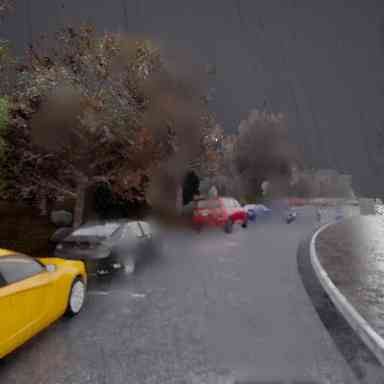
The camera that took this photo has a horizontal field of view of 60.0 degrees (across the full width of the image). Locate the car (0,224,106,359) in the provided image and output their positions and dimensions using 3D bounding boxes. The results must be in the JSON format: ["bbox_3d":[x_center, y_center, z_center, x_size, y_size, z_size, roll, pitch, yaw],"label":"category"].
[{"bbox_3d":[-3.205,1.507,4.645,2.097,1.535,5.008,0,0,7],"label":"car"}]

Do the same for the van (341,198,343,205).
[{"bbox_3d":[36.211,2.606,86.772,4.442,1.987,1.878,-1,-2,13],"label":"van"}]

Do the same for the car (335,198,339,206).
[{"bbox_3d":[31.445,2.658,79.355,5.366,1.575,1.946,-1,-2,13],"label":"car"}]

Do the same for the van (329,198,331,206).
[{"bbox_3d":[27.924,2.336,74.495,4.442,1.987,1.878,-1,-2,13],"label":"van"}]

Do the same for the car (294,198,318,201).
[{"bbox_3d":[20.007,2.057,62.156,5.566,2.045,2.435,-1,-2,13],"label":"car"}]

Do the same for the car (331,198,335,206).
[{"bbox_3d":[29.659,2.612,76.927,4.892,1.521,2.231,-1,-2,13],"label":"car"}]

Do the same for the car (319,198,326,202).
[{"bbox_3d":[24.844,2.331,69.539,4.553,1.767,2.185,-1,-2,13],"label":"car"}]

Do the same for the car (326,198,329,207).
[{"bbox_3d":[26.400,2.538,72.010,4.792,1.488,2.163,-1,-2,13],"label":"car"}]

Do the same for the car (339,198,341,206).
[{"bbox_3d":[34.489,2.815,84.316,4.674,1.452,2.002,-1,-2,13],"label":"car"}]

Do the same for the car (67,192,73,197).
[{"bbox_3d":[-23.717,0.190,62.780,4.718,1.301,1.895,3,0,35],"label":"car"}]

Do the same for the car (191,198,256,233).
[{"bbox_3d":[1.902,1.361,20.978,2.435,2.045,5.566,-1,0,26],"label":"car"}]

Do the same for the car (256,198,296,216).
[{"bbox_3d":[10.243,1.841,41.932,1.812,1.442,4.674,2,-2,-37],"label":"car"}]

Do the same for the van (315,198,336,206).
[{"bbox_3d":[32.758,2.497,81.890,4.442,1.987,1.878,-1,-2,13],"label":"van"}]

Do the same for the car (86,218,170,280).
[{"bbox_3d":[-2.151,1.552,10.288,2.231,1.521,4.892,0,-1,15],"label":"car"}]

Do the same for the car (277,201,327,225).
[{"bbox_3d":[8.353,1.643,24.916,2.033,1.411,5.357,-1,-1,32],"label":"car"}]

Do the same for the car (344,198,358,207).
[{"bbox_3d":[36.850,2.561,76.249,1.882,1.535,5.008,-1,-2,33],"label":"car"}]
